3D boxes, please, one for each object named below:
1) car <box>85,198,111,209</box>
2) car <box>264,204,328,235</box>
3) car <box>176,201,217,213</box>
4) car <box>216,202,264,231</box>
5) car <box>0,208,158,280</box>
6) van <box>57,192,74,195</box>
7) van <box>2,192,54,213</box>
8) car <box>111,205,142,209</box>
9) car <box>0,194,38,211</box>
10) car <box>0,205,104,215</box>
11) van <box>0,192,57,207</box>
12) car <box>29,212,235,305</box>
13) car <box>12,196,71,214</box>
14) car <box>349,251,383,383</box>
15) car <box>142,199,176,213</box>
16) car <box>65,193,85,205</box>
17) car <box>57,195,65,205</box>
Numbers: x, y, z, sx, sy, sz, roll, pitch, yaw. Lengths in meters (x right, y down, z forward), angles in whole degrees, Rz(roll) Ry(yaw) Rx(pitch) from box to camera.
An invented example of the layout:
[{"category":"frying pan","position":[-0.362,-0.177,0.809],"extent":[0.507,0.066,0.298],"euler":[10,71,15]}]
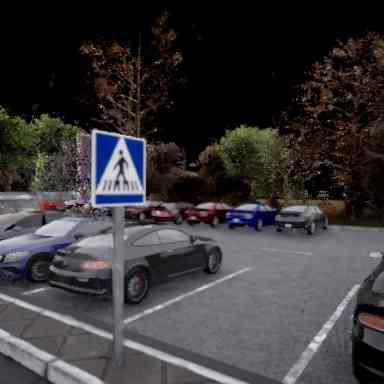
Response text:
[{"category":"car","position":[-5.577,1.309,26.457],"extent":[2.097,1.535,5.008],"euler":[0,0,35]},{"category":"car","position":[6.097,1.392,18.297],"extent":[2.231,1.521,4.892],"euler":[0,0,35]},{"category":"car","position":[1.468,1.358,21.533],"extent":[2.097,1.535,5.008],"euler":[0,0,35]},{"category":"car","position":[3.782,1.375,19.915],"extent":[2.097,1.535,5.008],"euler":[0,0,35]},{"category":"car","position":[-3.351,1.417,9.575],"extent":[2.002,1.452,4.674],"euler":[0,0,35]},{"category":"van","position":[-12.345,1.036,31.336],"extent":[1.878,1.987,4.442],"euler":[1,0,35]},{"category":"van","position":[-16.973,1.004,34.577],"extent":[1.878,1.987,4.442],"euler":[0,0,35]},{"category":"car","position":[-3.257,1.325,24.847],"extent":[2.097,1.535,5.008],"euler":[0,0,35]},{"category":"car","position":[-19.474,1.087,36.144],"extent":[2.185,1.767,4.553],"euler":[0,0,35]},{"category":"car","position":[-5.685,1.390,11.168],"extent":[2.163,1.488,4.792],"euler":[0,0,35]},{"category":"van","position":[-7.916,1.119,12.906],"extent":[1.878,1.987,4.442],"euler":[0,0,35]},{"category":"car","position":[-1.038,1.433,7.952],"extent":[2.002,1.452,4.674],"euler":[0,0,35]},{"category":"car","position":[-14.724,1.247,32.867],"extent":[2.231,1.521,4.892],"euler":[0,0,35]},{"category":"car","position":[3.592,1.423,4.712],"extent":[2.097,1.535,5.008],"euler":[0,0,35]},{"category":"car","position":[-0.827,1.372,23.179],"extent":[2.163,1.488,4.792],"euler":[0,0,35]},{"category":"car","position":[-7.869,1.168,28.104],"extent":[2.185,1.767,4.553],"euler":[0,0,35]},{"category":"car","position":[-10.199,1.277,29.701],"extent":[2.097,1.535,5.008],"euler":[0,0,35]}]
